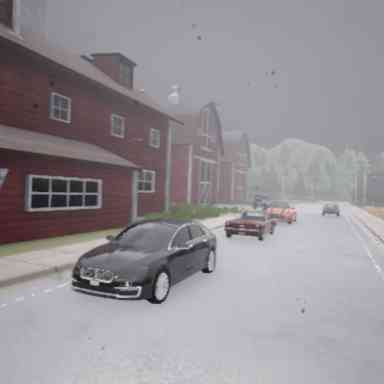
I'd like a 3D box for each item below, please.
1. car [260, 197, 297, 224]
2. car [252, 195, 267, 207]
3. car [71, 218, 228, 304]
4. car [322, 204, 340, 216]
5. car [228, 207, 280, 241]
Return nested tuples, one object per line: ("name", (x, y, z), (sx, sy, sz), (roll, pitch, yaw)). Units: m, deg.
("car", (7.280, 1.577, 27.208), (2.097, 1.767, 4.553), (2, 0, 23))
("car", (9.202, 1.418, 42.103), (1.905, 1.878, 3.866), (8, 0, -19))
("car", (-0.817, 1.460, 8.327), (1.837, 1.490, 4.892), (2, 0, 23))
("car", (16.651, 2.090, 39.805), (2.033, 1.411, 5.357), (2, 0, 23))
("car", (3.219, 1.690, 17.765), (1.895, 1.301, 4.718), (2, 0, 23))
